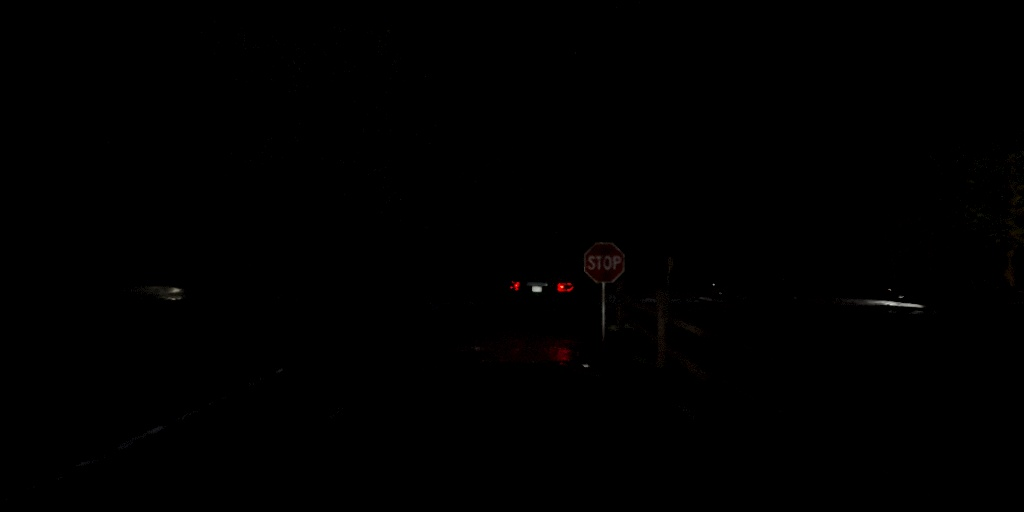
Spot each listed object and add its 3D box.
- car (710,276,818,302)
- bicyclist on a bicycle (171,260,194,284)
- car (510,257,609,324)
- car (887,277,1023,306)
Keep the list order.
[{"bbox_3d":[13.466,1.724,19.417,4.718,1.301,1.895,1,0,1],"label":"car"},{"bbox_3d":[-21.992,1.072,23.957,0.582,1.620,1.656,1,0,2],"label":"bicyclist on a bicycle"},{"bbox_3d":[1.857,1.083,12.770,2.150,2.045,5.566,-1,-1,25],"label":"car"},{"bbox_3d":[23.392,1.816,19.034,5.357,1.411,2.033,1,0,2],"label":"car"}]
